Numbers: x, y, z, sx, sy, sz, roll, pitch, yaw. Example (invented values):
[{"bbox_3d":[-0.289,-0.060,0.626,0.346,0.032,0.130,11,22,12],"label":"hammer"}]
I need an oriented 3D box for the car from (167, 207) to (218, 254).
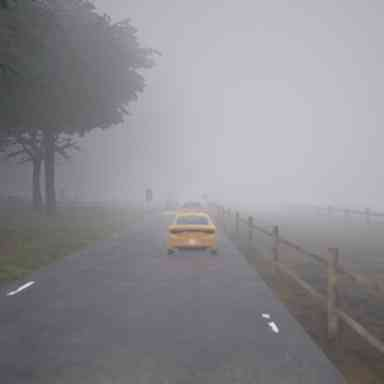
[{"bbox_3d":[0.029,1.617,14.238,1.882,1.535,5.008,0,0,0],"label":"car"}]

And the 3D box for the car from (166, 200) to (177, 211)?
[{"bbox_3d":[-2.754,1.919,48.542,2.128,1.511,4.902,0,-1,0],"label":"car"}]

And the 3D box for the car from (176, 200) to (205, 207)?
[{"bbox_3d":[0.028,1.617,28.395,2.097,1.767,4.553,0,-1,0],"label":"car"}]
